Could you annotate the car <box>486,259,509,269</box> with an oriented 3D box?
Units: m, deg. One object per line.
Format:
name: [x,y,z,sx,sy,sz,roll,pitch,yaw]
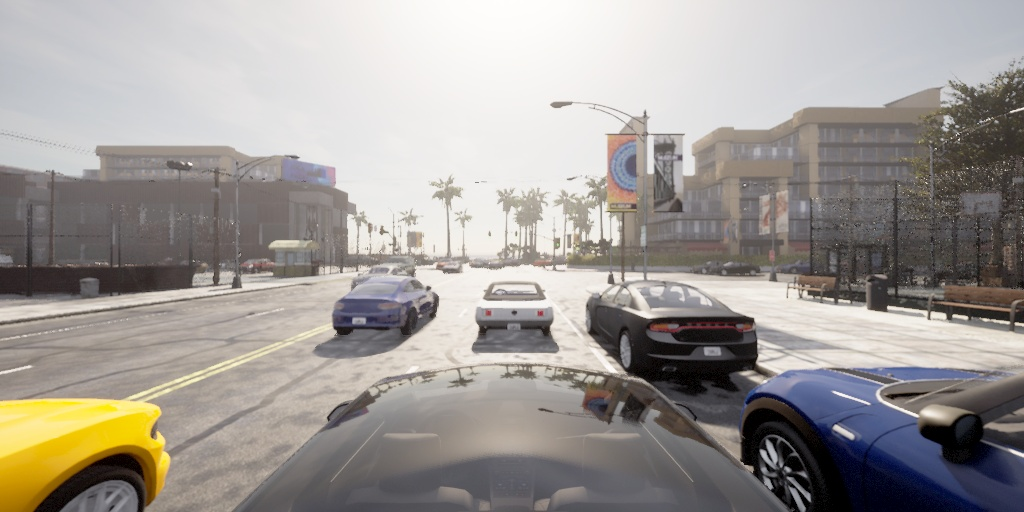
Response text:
car: [-2.419,1.463,60.029,1.994,1.385,4.181,0,0,11]

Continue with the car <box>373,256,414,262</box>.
car: [-10.572,1.053,33.383,2.150,2.045,5.566,0,0,0]

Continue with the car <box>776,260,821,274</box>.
car: [33.615,1.206,41.977,4.553,1.767,2.097,0,0,0]

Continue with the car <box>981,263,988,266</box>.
car: [45.231,1.319,31.492,4.902,1.511,2.128,0,0,0]

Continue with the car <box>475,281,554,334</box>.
car: [0.073,1.374,10.643,1.895,1.301,4.718,0,0,0]

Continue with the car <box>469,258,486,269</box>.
car: [-5.533,1.410,62.613,1.837,1.490,4.892,0,0,15]

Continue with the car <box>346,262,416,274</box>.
car: [-7.087,1.287,19.608,2.128,1.511,4.902,0,0,0]

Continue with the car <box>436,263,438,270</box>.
car: [-10.140,1.239,54.978,2.097,1.767,4.553,0,0,5]

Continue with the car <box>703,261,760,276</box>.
car: [23.777,1.322,38.414,5.008,1.535,1.882,0,0,0]

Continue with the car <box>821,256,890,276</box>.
car: [37.134,1.065,38.496,5.566,2.045,2.150,0,0,0]

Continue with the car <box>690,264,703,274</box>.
car: [23.437,1.358,41.911,4.892,1.490,1.837,0,0,0]

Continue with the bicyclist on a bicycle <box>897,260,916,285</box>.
bicyclist on a bicycle: [26.092,1.108,23.952,0.582,1.620,1.656,0,0,0]

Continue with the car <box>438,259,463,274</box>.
car: [-7.033,1.404,43.109,2.033,1.411,5.357,0,0,1]

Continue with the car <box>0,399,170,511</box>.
car: [-3.404,1.224,0.504,1.882,1.535,5.008,0,0,-1]

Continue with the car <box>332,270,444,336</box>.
car: [-3.429,1.298,10.392,1.812,1.442,4.674,0,0,0]

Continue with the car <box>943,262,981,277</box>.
car: [45.202,1.328,34.992,4.902,1.511,2.128,0,0,0]
